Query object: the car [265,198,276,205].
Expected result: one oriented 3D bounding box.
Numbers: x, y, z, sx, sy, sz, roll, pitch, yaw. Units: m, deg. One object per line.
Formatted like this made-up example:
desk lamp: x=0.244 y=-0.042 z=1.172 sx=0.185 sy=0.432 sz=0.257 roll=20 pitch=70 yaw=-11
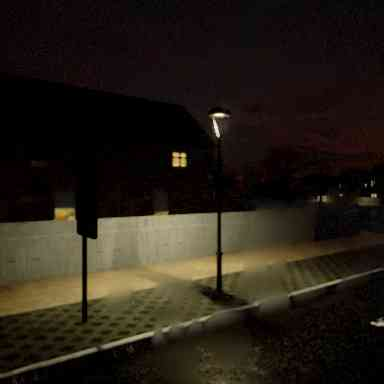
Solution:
car: x=15.099 y=1.774 z=64.902 sx=1.994 sy=1.385 sz=4.181 roll=0 pitch=0 yaw=0
